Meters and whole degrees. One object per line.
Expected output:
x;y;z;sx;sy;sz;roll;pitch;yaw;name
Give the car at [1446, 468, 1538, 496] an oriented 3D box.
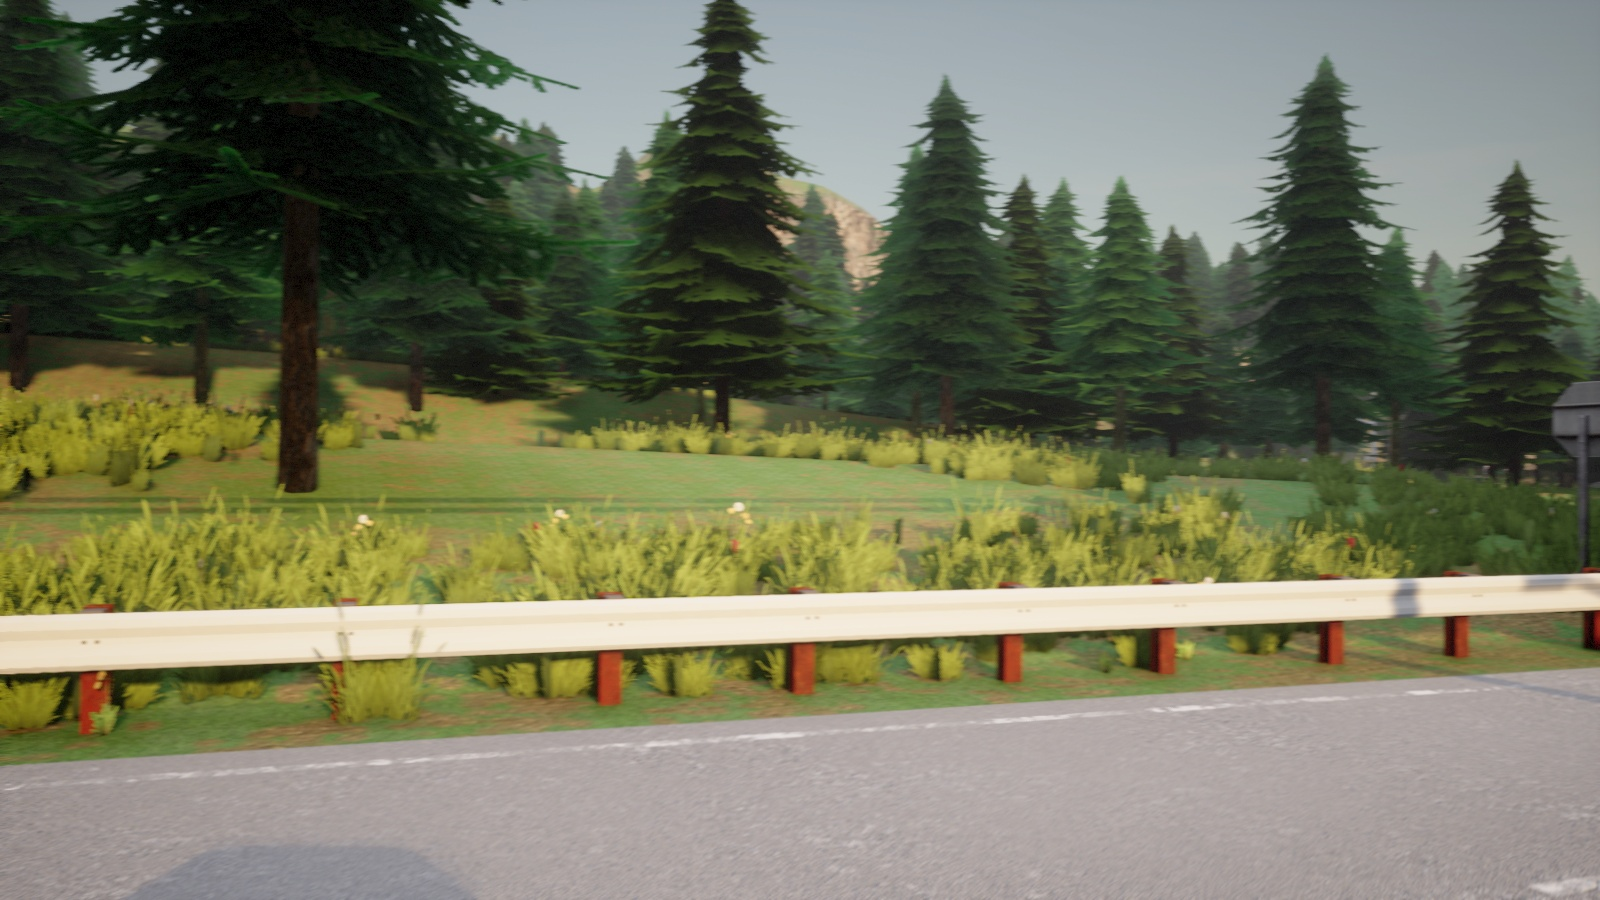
42.191;1.950;76.639;2.242;1.667;4.611;0;-1;-18;car
